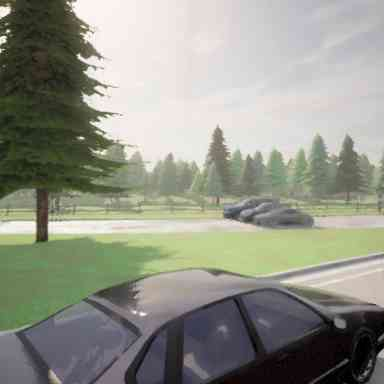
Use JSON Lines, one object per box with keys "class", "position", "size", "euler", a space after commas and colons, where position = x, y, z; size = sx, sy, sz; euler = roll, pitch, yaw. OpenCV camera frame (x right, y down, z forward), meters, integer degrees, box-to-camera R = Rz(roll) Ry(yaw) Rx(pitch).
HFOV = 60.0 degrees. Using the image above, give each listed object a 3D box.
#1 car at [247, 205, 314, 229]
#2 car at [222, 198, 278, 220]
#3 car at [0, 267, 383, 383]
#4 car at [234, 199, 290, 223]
{"class": "car", "position": [6.459, 1.837, 23.651], "size": [4.181, 1.385, 1.994], "euler": [0, -1, -10]}
{"class": "car", "position": [5.617, 1.592, 30.537], "size": [5.566, 2.045, 2.150], "euler": [0, -1, -10]}
{"class": "car", "position": [0.177, 1.599, 3.568], "size": [5.357, 1.411, 2.033], "euler": [0, -1, -39]}
{"class": "car", "position": [6.163, 1.674, 27.148], "size": [4.553, 1.767, 2.097], "euler": [0, -1, -11]}
